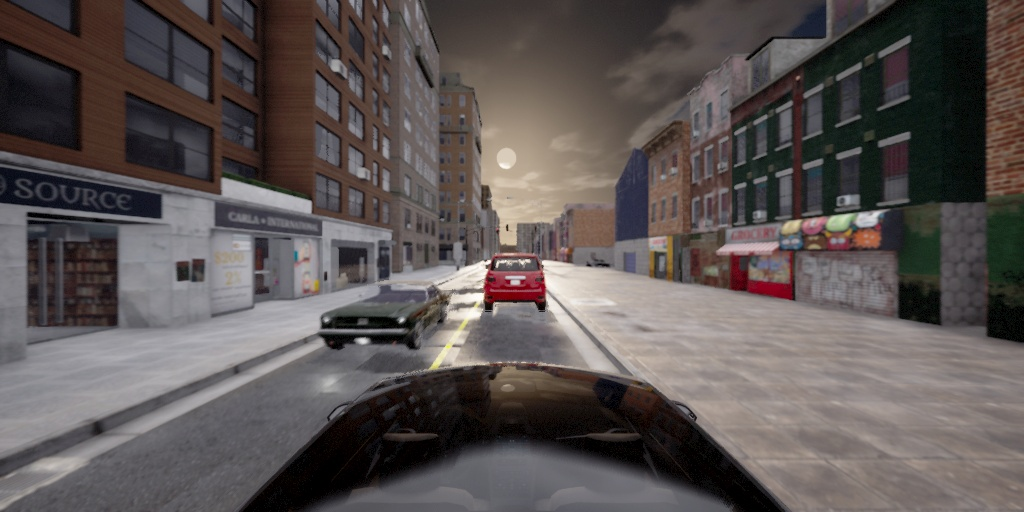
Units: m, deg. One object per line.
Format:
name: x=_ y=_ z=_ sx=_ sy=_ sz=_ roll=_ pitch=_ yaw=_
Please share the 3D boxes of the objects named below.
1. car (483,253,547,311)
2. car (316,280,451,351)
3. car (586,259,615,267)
car: x=0.101 y=0.900 z=14.102 sx=2.150 sy=2.045 sz=5.566 roll=0 pitch=1 yaw=0
car: x=-2.849 y=1.307 z=9.052 sx=1.895 sy=1.301 sz=4.718 roll=0 pitch=0 yaw=0
car: x=13.222 y=1.128 z=53.826 sx=4.313 sy=1.339 sz=1.948 roll=0 pitch=0 yaw=0
